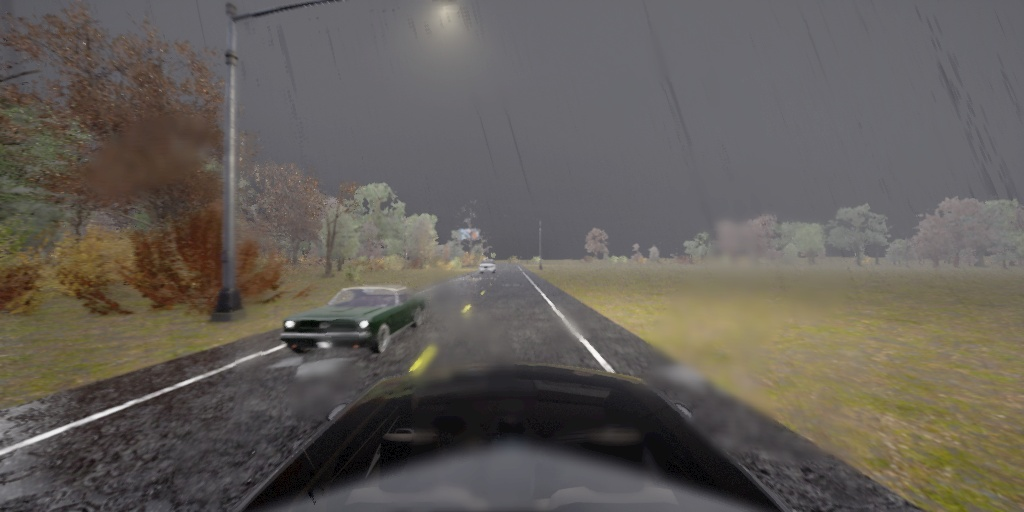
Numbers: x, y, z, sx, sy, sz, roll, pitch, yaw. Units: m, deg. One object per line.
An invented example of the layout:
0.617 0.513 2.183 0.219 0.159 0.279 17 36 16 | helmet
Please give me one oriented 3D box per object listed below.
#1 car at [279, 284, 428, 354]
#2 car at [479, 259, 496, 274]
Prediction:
-3.597 1.429 9.112 1.895 1.301 4.718 0 -1 0 | car
-3.536 1.502 51.985 2.150 2.045 5.566 0 -1 1 | car
